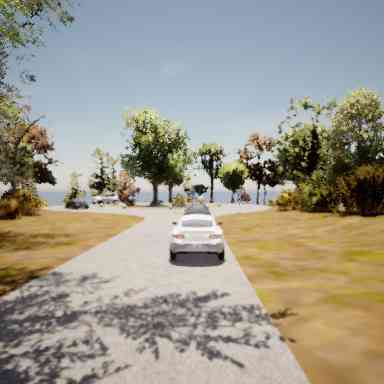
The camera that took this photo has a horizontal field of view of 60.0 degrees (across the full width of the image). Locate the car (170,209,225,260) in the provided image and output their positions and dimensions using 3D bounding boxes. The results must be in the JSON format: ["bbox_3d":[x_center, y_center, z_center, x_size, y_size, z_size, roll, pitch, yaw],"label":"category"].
[{"bbox_3d":[0.200,1.548,12.499,1.812,1.442,4.674,0,-1,1],"label":"car"}]

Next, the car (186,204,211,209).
[{"bbox_3d":[0.463,1.600,25.662,1.994,1.385,4.181,0,0,3],"label":"car"}]

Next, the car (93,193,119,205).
[{"bbox_3d":[-16.328,1.288,62.359,2.150,2.045,5.566,0,0,38],"label":"car"}]

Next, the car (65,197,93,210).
[{"bbox_3d":[-15.514,1.616,44.817,1.994,1.385,4.181,0,0,-42],"label":"car"}]
